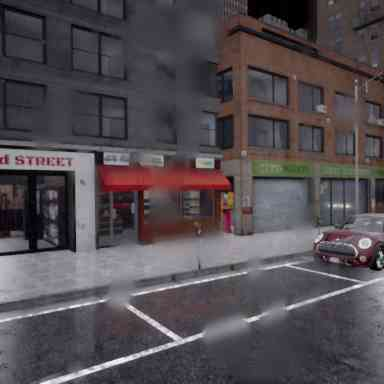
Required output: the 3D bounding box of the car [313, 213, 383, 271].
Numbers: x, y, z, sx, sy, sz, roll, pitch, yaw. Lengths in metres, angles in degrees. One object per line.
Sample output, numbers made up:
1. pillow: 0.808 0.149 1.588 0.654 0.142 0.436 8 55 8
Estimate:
1. car: 5.729 1.438 10.757 4.097 1.590 1.967 0 -1 -36
